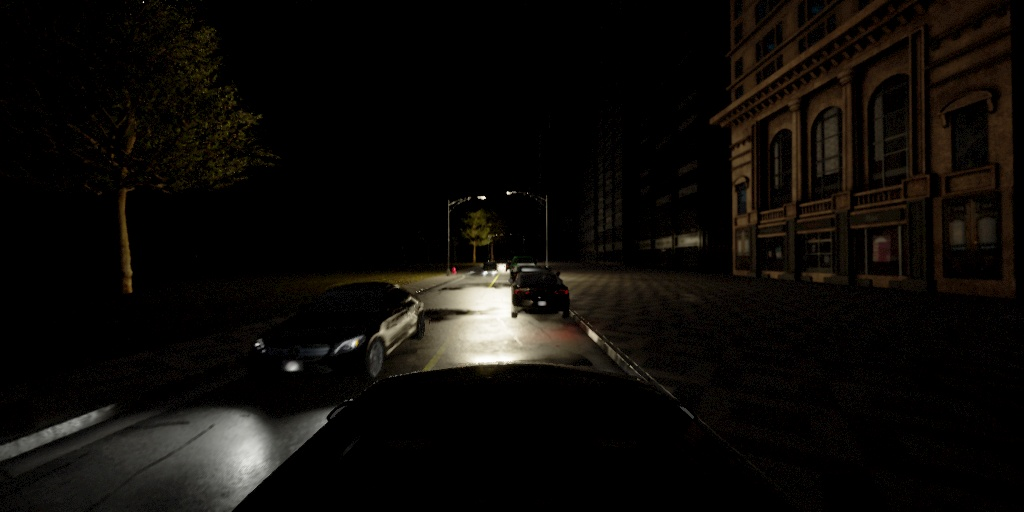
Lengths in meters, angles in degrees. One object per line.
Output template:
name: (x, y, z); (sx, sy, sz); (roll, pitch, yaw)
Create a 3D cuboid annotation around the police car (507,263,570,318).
police car: (0.901, 1.214, 13.298); (1.930, 1.638, 5.238); (0, 0, 0)

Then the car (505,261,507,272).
car: (0.013, 1.415, 49.368); (2.033, 1.411, 5.357); (0, 0, 1)

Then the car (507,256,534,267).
car: (0.901, 1.056, 29.220); (2.150, 2.045, 5.566); (0, 0, 0)

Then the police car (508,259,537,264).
police car: (0.902, 1.243, 23.298); (1.930, 1.638, 5.238); (0, 0, 0)

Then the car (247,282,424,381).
car: (-3.099, 1.296, 7.391); (1.812, 1.442, 4.674); (0, 0, 0)

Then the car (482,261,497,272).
car: (-3.077, 1.434, 50.069); (1.994, 1.385, 4.181); (0, 0, 0)
